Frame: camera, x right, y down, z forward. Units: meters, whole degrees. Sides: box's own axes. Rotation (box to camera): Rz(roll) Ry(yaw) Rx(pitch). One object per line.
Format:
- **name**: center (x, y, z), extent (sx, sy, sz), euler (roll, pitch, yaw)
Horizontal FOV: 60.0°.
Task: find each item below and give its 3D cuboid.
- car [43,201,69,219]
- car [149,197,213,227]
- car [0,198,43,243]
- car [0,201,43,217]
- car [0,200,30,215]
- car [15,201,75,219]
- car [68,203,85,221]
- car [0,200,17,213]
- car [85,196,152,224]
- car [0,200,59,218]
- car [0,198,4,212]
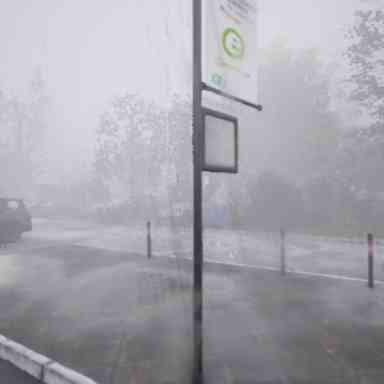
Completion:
- **car**: center (-12.006, 1.649, 31.122), extent (2.231, 1.521, 4.892), euler (-1, 0, 35)
- **car**: center (-0.426, 1.388, 23.033), extent (2.185, 1.767, 4.553), euler (0, 0, 35)
- **car**: center (-9.822, 1.296, 14.289), extent (2.435, 2.045, 5.566), euler (-1, 0, 35)
- **car**: center (-18.951, 1.745, 35.973), extent (2.163, 1.488, 4.792), euler (-1, 0, 35)
- **car**: center (-21.388, 1.739, 37.631), extent (2.097, 1.535, 5.008), euler (-1, 0, 35)
- **car**: center (-14.328, 1.671, 32.729), extent (2.097, 1.535, 5.008), euler (-1, 0, 35)
- **car**: center (-7.356, 1.602, 27.918), extent (2.231, 1.521, 4.892), euler (-1, 0, 35)
- **car**: center (-23.715, 1.762, 39.231), extent (2.097, 1.535, 5.008), euler (-1, 0, 35)
- **car**: center (-5.158, 1.325, 26.354), extent (2.435, 2.045, 5.566), euler (-1, 0, 35)
- **car**: center (-16.649, 1.693, 34.337), extent (2.097, 1.535, 5.008), euler (-1, 0, 35)
- **car**: center (-26.016, 1.659, 40.869), extent (2.185, 1.767, 4.553), euler (-1, 0, 35)
